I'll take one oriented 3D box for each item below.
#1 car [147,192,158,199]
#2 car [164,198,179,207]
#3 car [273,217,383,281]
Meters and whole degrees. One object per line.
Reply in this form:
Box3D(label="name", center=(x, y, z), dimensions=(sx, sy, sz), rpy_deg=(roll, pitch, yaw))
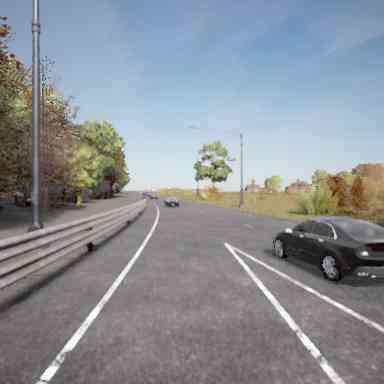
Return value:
Box3D(label="car", center=(-10.015, 1.242, 86.961), dimensions=(2.033, 1.411, 5.357), rpy_deg=(0, 0, -10))
Box3D(label="car", center=(-3.110, 1.477, 49.196), dimensions=(1.895, 1.301, 4.718), rpy_deg=(0, 0, -10))
Box3D(label="car", center=(4.083, 1.496, 9.879), dimensions=(1.837, 1.490, 4.892), rpy_deg=(0, 0, -10))
